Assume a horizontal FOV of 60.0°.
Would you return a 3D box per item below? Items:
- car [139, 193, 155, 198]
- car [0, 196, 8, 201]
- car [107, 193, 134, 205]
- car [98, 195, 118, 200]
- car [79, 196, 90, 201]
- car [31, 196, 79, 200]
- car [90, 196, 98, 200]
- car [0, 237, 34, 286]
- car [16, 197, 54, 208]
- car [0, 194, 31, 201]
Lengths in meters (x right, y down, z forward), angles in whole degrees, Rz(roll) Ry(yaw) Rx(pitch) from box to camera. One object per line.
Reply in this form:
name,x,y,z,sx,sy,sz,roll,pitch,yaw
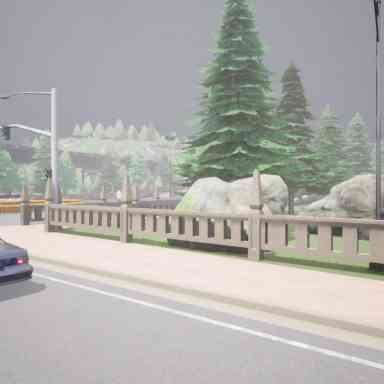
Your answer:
car,-9.726,0.916,68.783,2.033,1.411,5.357,0,4,36
car,-23.925,1.491,37.113,2.128,1.511,4.902,0,0,36
car,-12.603,1.217,58.864,2.097,1.767,4.553,0,2,36
car,-12.179,1.315,53.448,2.097,1.767,4.553,0,1,36
car,-18.508,1.352,50.624,2.097,1.767,4.553,0,0,35
car,-18.370,1.478,44.823,1.882,1.535,5.008,0,0,36
car,-17.897,1.456,57.485,2.128,1.511,4.902,0,1,36
car,-6.105,1.547,8.317,5.357,1.411,2.033,0,0,36
car,-23.398,1.505,49.816,1.837,1.490,4.892,0,0,36
car,-24.176,1.221,42.748,2.150,2.045,5.566,0,0,36
